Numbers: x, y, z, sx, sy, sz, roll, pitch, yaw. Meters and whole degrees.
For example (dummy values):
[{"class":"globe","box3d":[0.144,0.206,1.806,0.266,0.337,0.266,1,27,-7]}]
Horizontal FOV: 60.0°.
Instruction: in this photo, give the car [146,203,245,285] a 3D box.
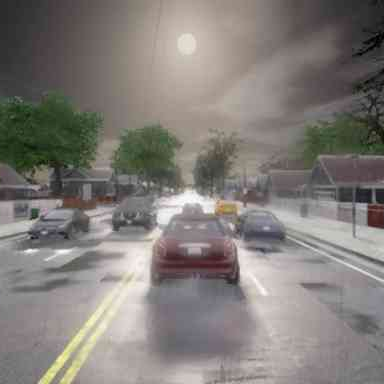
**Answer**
[{"class":"car","box3d":[0.078,1.378,9.716,2.097,1.767,4.553,0,0,0]}]

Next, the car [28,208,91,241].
[{"class":"car","box3d":[-6.606,1.573,17.199,1.812,1.442,4.674,0,0,0]}]

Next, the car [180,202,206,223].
[{"class":"car","box3d":[0.083,1.622,27.943,2.033,1.411,5.357,0,0,0]}]

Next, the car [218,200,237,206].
[{"class":"car","box3d":[3.335,1.565,33.060,1.882,1.535,5.008,0,0,0]}]

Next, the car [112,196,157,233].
[{"class":"car","box3d":[-3.358,1.278,20.635,2.150,2.045,5.566,0,0,0]}]

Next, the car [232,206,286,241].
[{"class":"car","box3d":[3.339,1.609,16.926,1.994,1.385,4.181,0,0,0]}]
